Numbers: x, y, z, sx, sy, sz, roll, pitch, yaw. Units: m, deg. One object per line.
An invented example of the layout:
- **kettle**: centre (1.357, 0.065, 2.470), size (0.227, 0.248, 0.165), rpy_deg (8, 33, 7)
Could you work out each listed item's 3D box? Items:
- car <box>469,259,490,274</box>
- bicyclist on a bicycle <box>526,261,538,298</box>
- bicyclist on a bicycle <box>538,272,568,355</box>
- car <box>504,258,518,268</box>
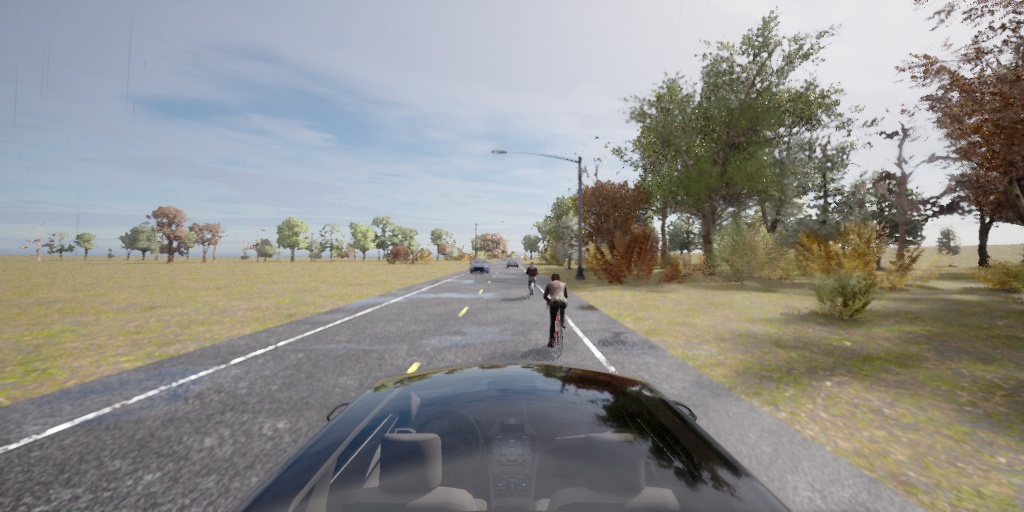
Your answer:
- **car**: centre (-3.595, 1.101, 40.666), size (2.097, 1.767, 4.553), rpy_deg (0, 0, 0)
- **bicyclist on a bicycle**: centre (0.964, 1.120, 17.159), size (0.659, 1.776, 1.843), rpy_deg (0, 0, 0)
- **bicyclist on a bicycle**: centre (0.963, 1.203, 7.770), size (0.582, 1.620, 1.656), rpy_deg (0, 0, 0)
- **car**: centre (0.106, 1.314, 61.506), size (1.994, 1.385, 4.181), rpy_deg (0, 0, 0)
